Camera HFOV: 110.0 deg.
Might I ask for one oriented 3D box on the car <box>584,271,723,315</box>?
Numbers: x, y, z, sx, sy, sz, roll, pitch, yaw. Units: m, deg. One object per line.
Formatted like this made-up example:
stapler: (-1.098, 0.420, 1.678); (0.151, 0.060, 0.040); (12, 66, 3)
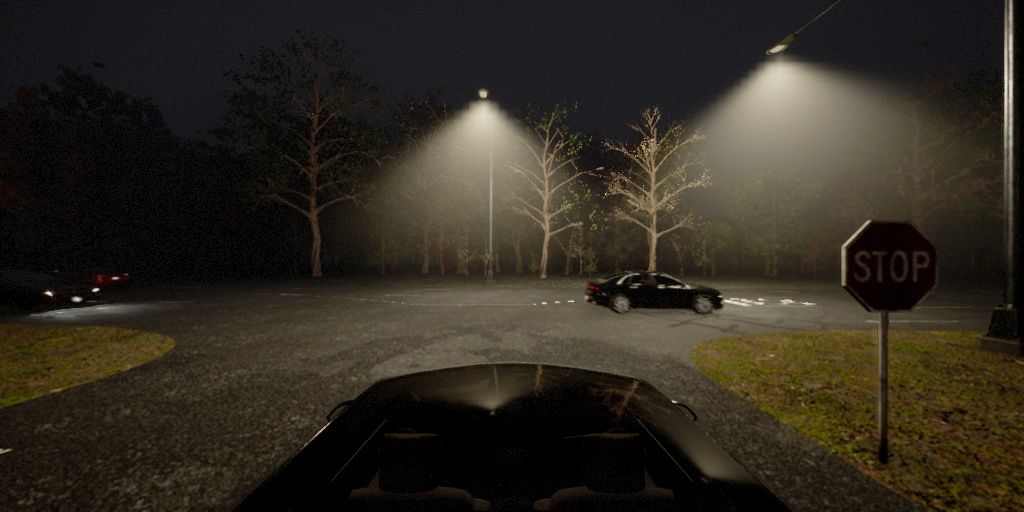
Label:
car: (5.192, 1.324, 13.375); (4.892, 1.490, 1.837); (0, 0, 0)

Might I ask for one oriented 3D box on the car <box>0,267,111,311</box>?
car: (-19.107, 1.235, 13.637); (5.357, 1.411, 2.033); (0, 0, 2)

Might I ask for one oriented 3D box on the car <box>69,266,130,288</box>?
car: (-24.936, 1.248, 20.794); (4.181, 1.385, 1.994); (0, 0, 1)
